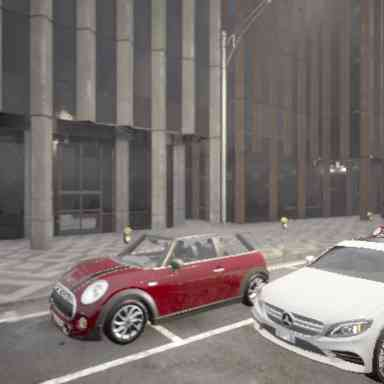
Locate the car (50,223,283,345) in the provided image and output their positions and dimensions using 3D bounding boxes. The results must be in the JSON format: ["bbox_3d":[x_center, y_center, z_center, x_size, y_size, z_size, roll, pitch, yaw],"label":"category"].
[{"bbox_3d":[-0.459,1.450,6.324,4.097,1.590,1.967,0,0,-35],"label":"car"}]

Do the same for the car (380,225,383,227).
[{"bbox_3d":[8.719,1.489,12.870,4.097,1.590,1.967,0,0,-35],"label":"car"}]

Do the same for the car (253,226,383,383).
[{"bbox_3d":[3.082,1.544,5.548,4.674,1.442,1.812,0,0,-35],"label":"car"}]
